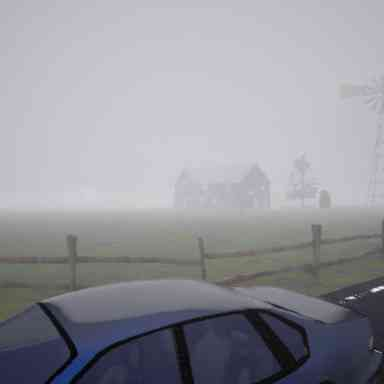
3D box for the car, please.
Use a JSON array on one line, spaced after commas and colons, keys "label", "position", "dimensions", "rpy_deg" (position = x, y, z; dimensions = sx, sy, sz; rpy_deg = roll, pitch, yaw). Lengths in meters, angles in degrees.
[{"label": "car", "position": [-0.565, 1.548, 2.643], "dimensions": [5.357, 1.411, 2.033], "rpy_deg": [0, 0, -35]}]
